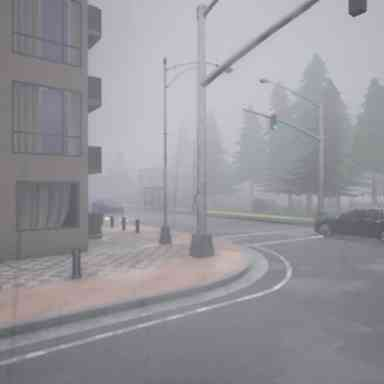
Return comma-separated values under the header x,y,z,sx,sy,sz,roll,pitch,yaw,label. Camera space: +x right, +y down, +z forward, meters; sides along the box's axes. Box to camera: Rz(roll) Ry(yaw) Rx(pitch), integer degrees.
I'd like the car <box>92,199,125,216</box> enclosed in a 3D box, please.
x,y,z,sx,sy,sz,roll,pitch,yaw,label
-8.231,1.443,32.582,1.882,1.535,5.008,0,0,-35,car

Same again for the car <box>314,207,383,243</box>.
x,y,z,sx,sy,sz,roll,pitch,yaw,label
8.058,1.470,15.443,1.837,1.490,4.892,0,0,-35,car
